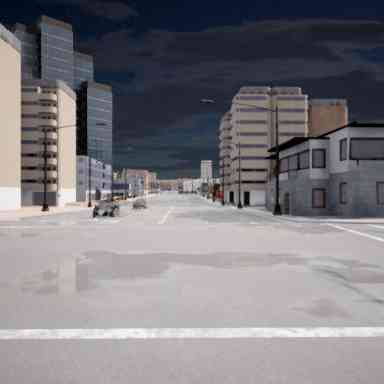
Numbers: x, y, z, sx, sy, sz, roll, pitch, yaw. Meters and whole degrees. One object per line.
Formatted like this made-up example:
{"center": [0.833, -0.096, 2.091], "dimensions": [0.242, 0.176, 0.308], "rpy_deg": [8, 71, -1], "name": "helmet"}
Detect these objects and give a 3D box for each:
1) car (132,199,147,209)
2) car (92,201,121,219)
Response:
{"center": [-8.820, 1.960, 56.146], "dimensions": [2.097, 1.767, 4.553], "rpy_deg": [0, -1, -2], "name": "car"}
{"center": [-7.855, 1.614, 30.809], "dimensions": [2.128, 1.511, 4.902], "rpy_deg": [0, -1, -2], "name": "car"}
